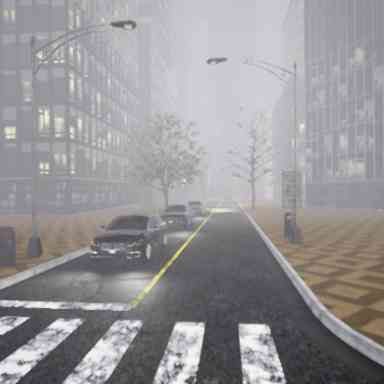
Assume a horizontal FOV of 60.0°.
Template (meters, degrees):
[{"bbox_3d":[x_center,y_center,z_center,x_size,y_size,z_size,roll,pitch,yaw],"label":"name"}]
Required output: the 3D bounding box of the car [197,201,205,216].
[{"bbox_3d":[0.239,1.596,33.146,1.812,1.442,4.674,-1,0,7],"label":"car"}]

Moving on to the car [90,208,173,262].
[{"bbox_3d":[-2.138,1.551,12.427,1.837,1.490,4.892,-1,0,7],"label":"car"}]

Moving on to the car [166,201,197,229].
[{"bbox_3d":[-1.004,1.561,22.336,1.837,1.490,4.892,-1,0,6],"label":"car"}]

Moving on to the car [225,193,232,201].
[{"bbox_3d":[9.914,1.670,90.703,1.837,1.490,4.892,-1,0,7],"label":"car"}]
